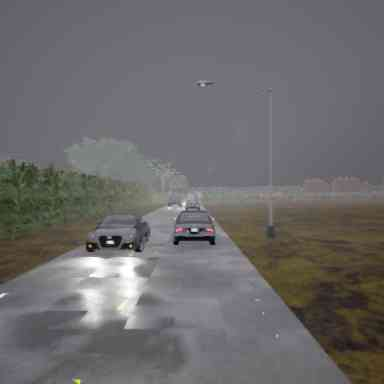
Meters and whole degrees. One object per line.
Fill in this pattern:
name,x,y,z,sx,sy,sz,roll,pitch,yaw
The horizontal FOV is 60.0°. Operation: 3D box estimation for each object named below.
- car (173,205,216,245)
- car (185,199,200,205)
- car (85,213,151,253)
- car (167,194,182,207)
car,0.093,1.563,15.688,2.033,1.411,5.357,0,0,0
car,0.085,1.653,42.213,2.033,1.411,5.357,0,0,0
car,-2.854,1.576,13.619,1.994,1.385,4.181,0,0,0
car,-2.831,1.398,54.934,2.150,2.045,5.566,0,0,0
